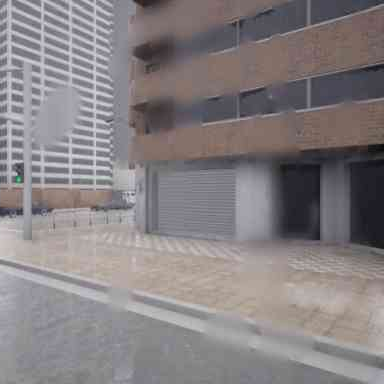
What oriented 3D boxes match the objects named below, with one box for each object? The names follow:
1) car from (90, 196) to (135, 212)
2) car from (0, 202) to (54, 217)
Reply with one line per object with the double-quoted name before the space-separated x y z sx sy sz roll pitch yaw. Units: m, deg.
"car" -9.374 1.547 39.410 2.033 1.411 5.357 0 0 36
"car" -15.529 1.601 30.953 1.895 1.301 4.718 0 0 36
